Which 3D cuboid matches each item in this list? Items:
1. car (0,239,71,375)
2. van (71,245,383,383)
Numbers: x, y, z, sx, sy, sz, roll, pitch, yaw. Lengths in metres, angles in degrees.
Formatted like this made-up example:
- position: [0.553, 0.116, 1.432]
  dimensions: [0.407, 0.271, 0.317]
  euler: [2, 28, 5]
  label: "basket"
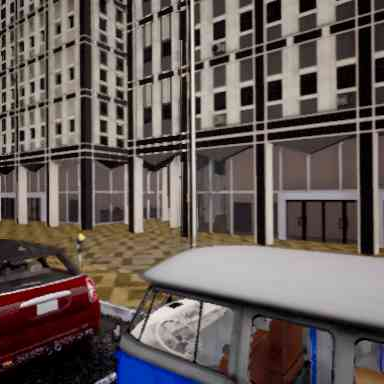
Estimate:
- position: [-3.388, 1.480, 5.297]
  dimensions: [4.097, 1.590, 1.967]
  euler: [0, 0, 36]
  label: "car"
- position: [1.244, 1.341, 1.992]
  dimensions: [3.998, 1.788, 1.690]
  euler: [0, 0, 36]
  label: "van"
